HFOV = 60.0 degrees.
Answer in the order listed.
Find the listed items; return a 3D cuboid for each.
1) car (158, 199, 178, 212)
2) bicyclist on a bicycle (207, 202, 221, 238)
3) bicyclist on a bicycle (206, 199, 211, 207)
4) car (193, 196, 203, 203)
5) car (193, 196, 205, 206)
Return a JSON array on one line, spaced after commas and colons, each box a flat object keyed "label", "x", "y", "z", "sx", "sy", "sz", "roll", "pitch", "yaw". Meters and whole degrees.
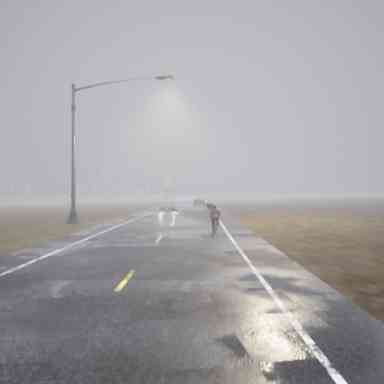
[{"label": "car", "x": -2.813, "y": 1.576, "z": 39.864, "sx": 1.812, "sy": 1.442, "sz": 4.674, "roll": 0, "pitch": 0, "yaw": 1}, {"label": "bicyclist on a bicycle", "x": 1.151, "y": 1.474, "z": 16.295, "sx": 0.582, "sy": 1.620, "sz": 1.656, "roll": 0, "pitch": 0, "yaw": 1}, {"label": "bicyclist on a bicycle", "x": 1.393, "y": 1.404, "z": 26.183, "sx": 0.659, "sy": 1.776, "sz": 1.843, "roll": 0, "pitch": 0, "yaw": 2}, {"label": "car", "x": 1.376, "y": 1.645, "z": 73.808, "sx": 2.128, "sy": 1.511, "sz": 4.902, "roll": 0, "pitch": 0, "yaw": 1}, {"label": "car", "x": 1.197, "y": 1.554, "z": 55.436, "sx": 1.882, "sy": 1.535, "sz": 5.008, "roll": 0, "pitch": 0, "yaw": 1}]
